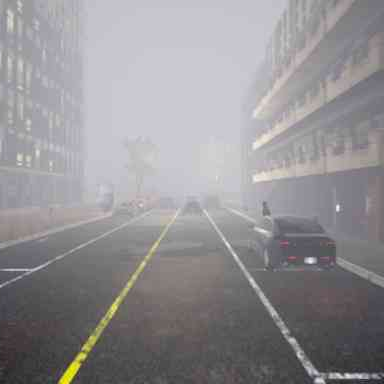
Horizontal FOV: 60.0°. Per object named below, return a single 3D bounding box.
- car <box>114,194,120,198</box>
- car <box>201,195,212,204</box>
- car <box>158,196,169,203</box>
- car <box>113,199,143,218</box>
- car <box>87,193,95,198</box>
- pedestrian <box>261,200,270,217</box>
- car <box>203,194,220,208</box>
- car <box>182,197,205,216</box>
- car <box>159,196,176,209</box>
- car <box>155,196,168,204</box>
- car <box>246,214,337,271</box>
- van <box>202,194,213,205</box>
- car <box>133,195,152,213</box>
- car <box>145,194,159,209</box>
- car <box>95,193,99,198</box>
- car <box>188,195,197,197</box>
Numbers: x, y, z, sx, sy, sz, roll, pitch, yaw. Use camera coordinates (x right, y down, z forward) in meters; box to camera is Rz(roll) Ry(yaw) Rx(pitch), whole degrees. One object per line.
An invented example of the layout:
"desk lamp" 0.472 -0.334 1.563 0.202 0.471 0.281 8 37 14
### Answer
"car" -22.046 0.946 90.639 4.829 1.417 1.752 1 -1 -1
"car" 2.678 1.309 62.289 1.967 1.590 4.097 0 0 0
"car" -5.703 1.425 67.534 1.947 1.339 4.313 0 0 0
"car" -5.697 1.516 28.982 1.802 1.307 4.206 0 0 0
"car" -27.382 0.675 82.113 5.009 1.841 2.192 1 -1 -1
"pedestrian" 2.997 1.262 13.786 0.375 1.860 0.375 0 0 -1
"car" 2.680 1.215 45.636 2.192 1.841 5.009 0 0 0
"car" 0.065 1.454 31.963 1.812 1.442 4.674 0 0 0
"car" -3.096 1.382 43.642 1.882 1.535 5.008 0 0 0
"car" -5.702 1.435 62.287 1.947 1.339 4.313 0 0 0
"car" 2.998 1.480 10.843 1.837 1.490 4.892 0 0 0
"van" 2.678 1.220 56.739 1.690 1.788 3.998 0 0 0
"car" -5.699 1.363 34.532 1.967 1.590 4.097 0 0 0
"car" -5.699 1.226 40.083 2.192 1.841 5.009 0 0 0
"car" -27.491 0.885 90.489 4.313 1.339 1.947 1 -1 -1
"car" 0.044 1.251 45.906 2.097 1.767 4.553 0 0 0
